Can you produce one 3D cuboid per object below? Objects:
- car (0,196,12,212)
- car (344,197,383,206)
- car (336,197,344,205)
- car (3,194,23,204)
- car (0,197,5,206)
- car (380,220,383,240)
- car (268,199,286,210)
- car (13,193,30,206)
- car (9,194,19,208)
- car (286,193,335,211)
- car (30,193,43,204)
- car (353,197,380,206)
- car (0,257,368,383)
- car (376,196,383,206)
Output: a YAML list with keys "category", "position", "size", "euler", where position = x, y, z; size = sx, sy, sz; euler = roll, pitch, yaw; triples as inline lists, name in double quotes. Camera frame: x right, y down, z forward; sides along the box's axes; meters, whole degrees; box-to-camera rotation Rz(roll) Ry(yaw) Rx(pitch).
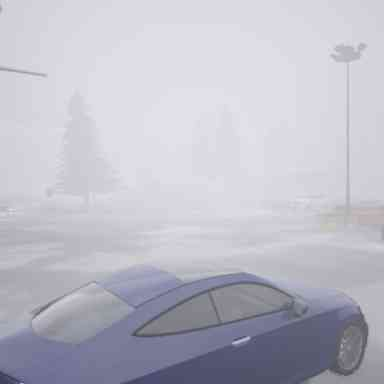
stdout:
- category: "car"
  position: [-21.938, 1.538, 37.864]
  size: [2.033, 1.411, 5.357]
  euler: [0, 0, -29]
- category: "car"
  position: [18.021, 1.486, 33.914]
  size: [4.892, 1.490, 1.837]
  euler: [0, 0, -35]
- category: "car"
  position: [22.452, 1.429, 45.579]
  size: [4.902, 1.511, 2.128]
  euler: [-1, 0, -35]
- category: "car"
  position: [-34.601, 1.343, 64.431]
  size: [2.097, 1.767, 4.553]
  euler: [0, 0, -11]
- category: "car"
  position: [-32.530, 1.535, 54.741]
  size: [2.033, 1.411, 5.357]
  euler: [0, 0, -18]
- category: "car"
  position: [10.596, 1.537, 15.622]
  size: [4.674, 1.442, 1.812]
  euler: [0, 0, -36]
- category: "car"
  position: [11.940, 1.580, 42.474]
  size: [4.718, 1.301, 1.895]
  euler: [0, 0, -35]
- category: "car"
  position: [-29.183, 1.212, 55.773]
  size: [2.150, 2.045, 5.566]
  euler: [0, 0, -18]
- category: "car"
  position: [-26.074, 1.468, 46.765]
  size: [1.882, 1.535, 5.008]
  euler: [0, 0, -22]
- category: "car"
  position: [14.173, 1.200, 39.765]
  size: [5.566, 2.045, 2.150]
  euler: [0, 0, -35]
- category: "car"
  position: [-31.299, 1.217, 65.963]
  size: [2.150, 2.045, 5.566]
  euler: [0, 0, -11]
- category: "car"
  position: [28.329, 1.451, 53.979]
  size: [4.718, 1.301, 1.895]
  euler: [-1, 0, -35]
- category: "car"
  position: [0.162, 1.527, 3.879]
  size: [4.674, 1.442, 1.812]
  euler: [0, 0, -36]
- category: "car"
  position: [30.886, 1.335, 51.497]
  size: [4.902, 1.511, 2.128]
  euler: [-1, 0, -35]
